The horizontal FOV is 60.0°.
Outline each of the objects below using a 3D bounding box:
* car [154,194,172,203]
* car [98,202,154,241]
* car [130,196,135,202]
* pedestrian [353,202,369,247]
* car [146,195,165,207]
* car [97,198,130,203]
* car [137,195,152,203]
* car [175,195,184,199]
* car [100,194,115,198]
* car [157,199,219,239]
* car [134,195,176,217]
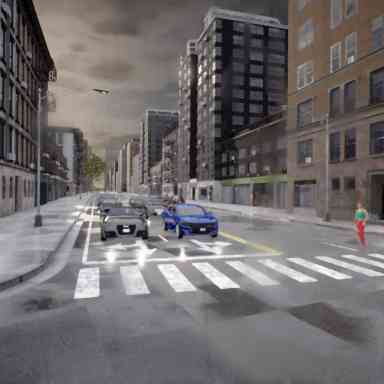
[{"bbox_3d":[-4.991,1.147,57.196,2.033,1.411,5.357,1,0,-16],"label":"car"},{"bbox_3d":[-3.260,1.393,15.599,1.994,1.385,4.181,1,0,-16],"label":"car"},{"bbox_3d":[-5.893,1.204,36.529,1.837,1.490,4.892,1,0,-16],"label":"car"},{"bbox_3d":[6.716,1.250,13.190,0.375,1.860,0.375,1,0,-16],"label":"pedestrian"},{"bbox_3d":[-5.200,1.161,46.365,1.837,1.490,4.892,1,0,-16],"label":"car"},{"bbox_3d":[-6.111,1.351,25.501,1.895,1.301,4.718,1,0,-16],"label":"car"},{"bbox_3d":[-8.122,1.168,56.326,1.895,1.301,4.718,1,0,-16],"label":"car"},{"bbox_3d":[-2.166,1.212,47.536,1.812,1.442,4.674,1,0,-15],"label":"car"},{"bbox_3d":[-9.143,1.014,36.090,2.097,1.767,4.553,1,0,-16],"label":"car"},{"bbox_3d":[-0.220,1.337,16.797,1.882,1.535,5.008,1,0,-16],"label":"car"},{"bbox_3d":[-3.062,1.272,26.658,2.128,1.511,4.902,1,0,-16],"label":"car"}]
